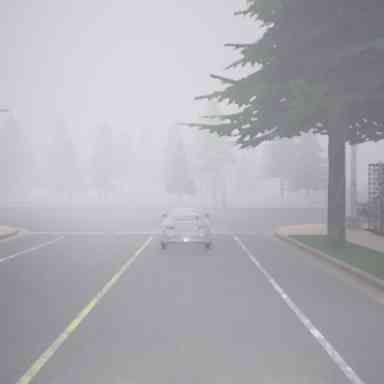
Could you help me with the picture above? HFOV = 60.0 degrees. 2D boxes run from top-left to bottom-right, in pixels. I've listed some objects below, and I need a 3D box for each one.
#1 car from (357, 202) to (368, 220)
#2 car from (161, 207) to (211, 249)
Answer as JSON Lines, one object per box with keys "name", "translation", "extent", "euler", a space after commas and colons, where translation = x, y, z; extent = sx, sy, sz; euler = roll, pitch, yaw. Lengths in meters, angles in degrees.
{"name": "car", "translation": [13.468, 1.181, 22.059], "extent": [4.902, 1.511, 2.128], "euler": [0, 1, -1]}
{"name": "car", "translation": [-0.238, 1.317, 13.408], "extent": [1.812, 1.442, 4.674], "euler": [0, 1, -1]}
